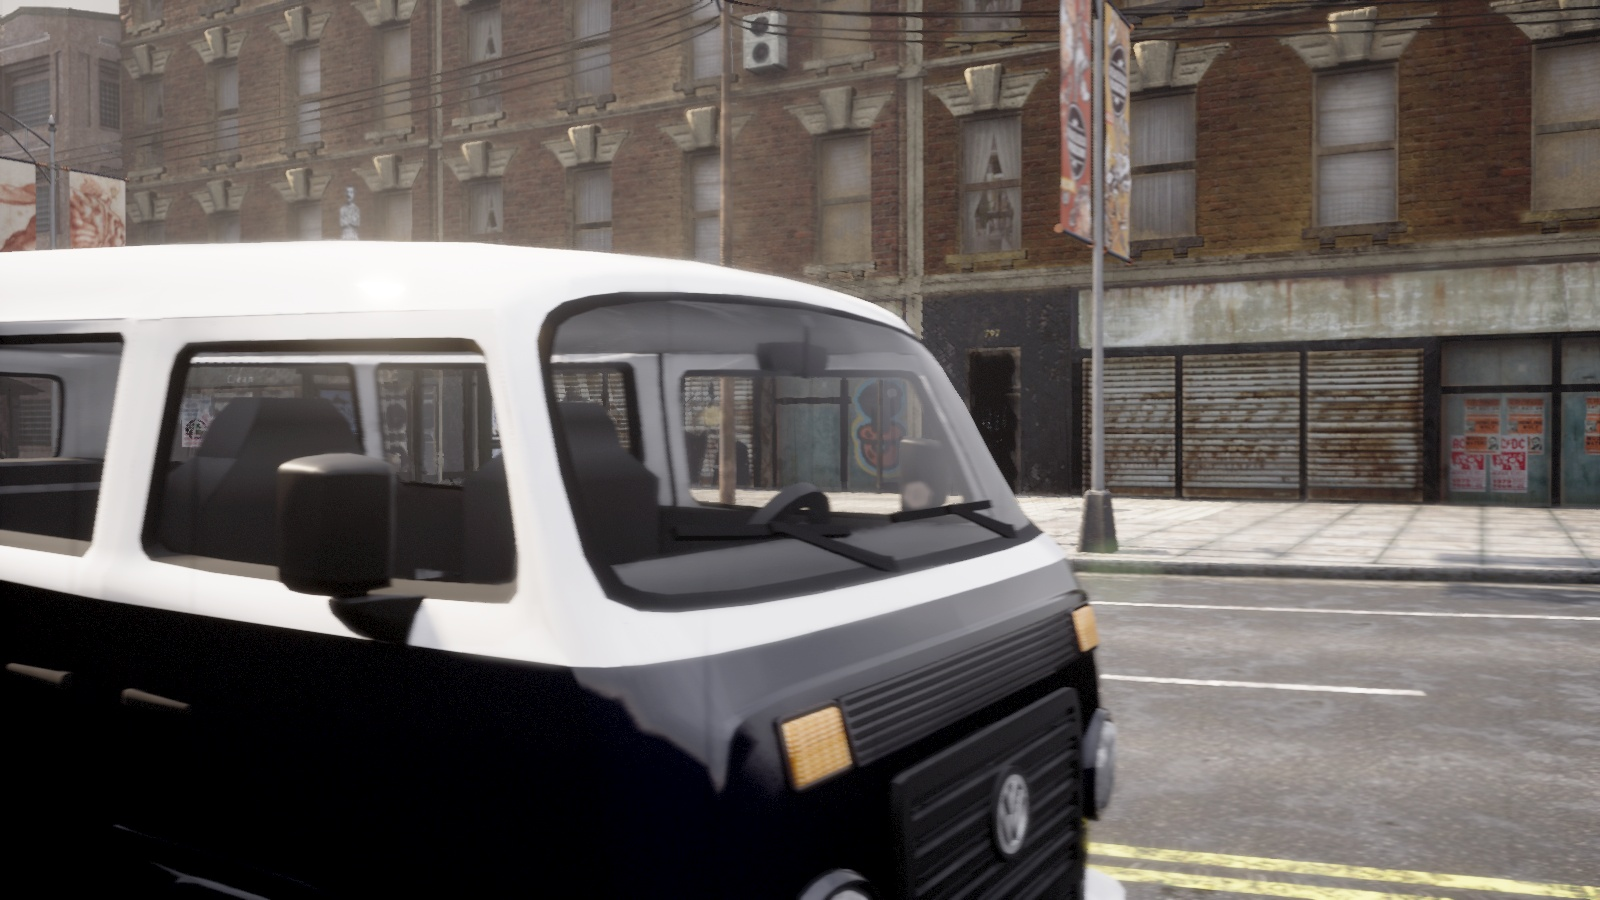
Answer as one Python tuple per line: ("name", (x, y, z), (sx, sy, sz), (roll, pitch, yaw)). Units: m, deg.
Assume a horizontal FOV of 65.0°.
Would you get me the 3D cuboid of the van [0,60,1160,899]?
("van", (-1.573, 0.479, 3.471), (4.480, 2.038, 2.069), (3, 2, 31))
